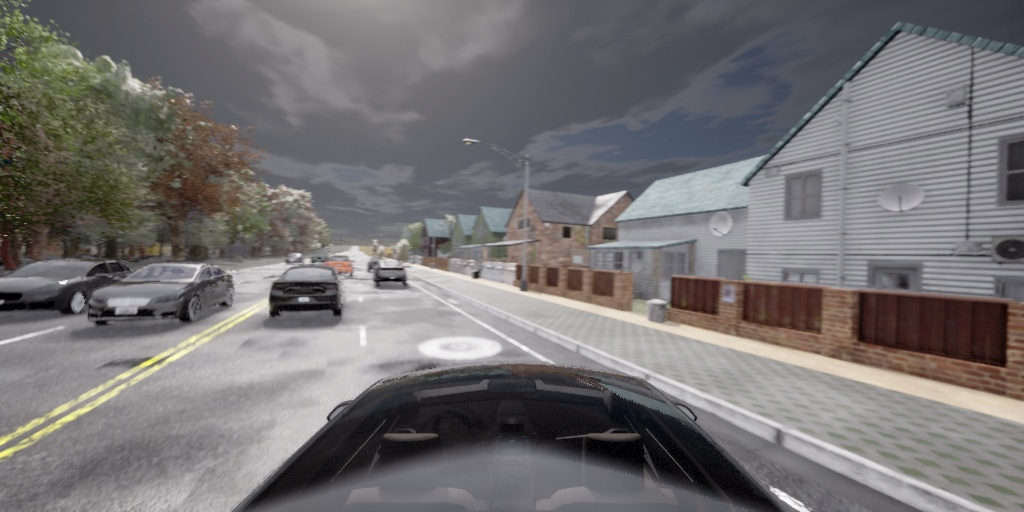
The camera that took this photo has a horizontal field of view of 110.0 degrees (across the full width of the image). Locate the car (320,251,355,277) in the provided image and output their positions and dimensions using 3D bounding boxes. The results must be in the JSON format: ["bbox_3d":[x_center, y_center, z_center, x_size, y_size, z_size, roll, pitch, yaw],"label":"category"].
[{"bbox_3d":[-14.101,0.717,29.394,2.097,1.767,4.553,2,0,-23],"label":"car"}]

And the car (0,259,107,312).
[{"bbox_3d":[-13.508,0.846,11.014,1.837,1.490,4.892,2,0,-23],"label":"car"}]

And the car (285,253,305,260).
[{"bbox_3d":[-30.046,0.384,49.762,2.128,1.511,4.902,2,0,-23],"label":"car"}]

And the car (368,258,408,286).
[{"bbox_3d":[-7.836,1.043,22.974,2.128,1.511,4.902,2,0,-23],"label":"car"}]

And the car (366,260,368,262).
[{"bbox_3d":[-14.206,0.887,37.810,1.837,1.490,4.892,2,0,-23],"label":"car"}]

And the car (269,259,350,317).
[{"bbox_3d":[-6.772,1.038,12.283,1.882,1.535,5.008,2,0,-23],"label":"car"}]

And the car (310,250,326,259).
[{"bbox_3d":[-26.665,0.220,50.148,2.150,2.045,5.566,2,0,-23],"label":"car"}]

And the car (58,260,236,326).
[{"bbox_3d":[-9.720,0.953,10.419,2.128,1.511,4.902,2,0,-23],"label":"car"}]
